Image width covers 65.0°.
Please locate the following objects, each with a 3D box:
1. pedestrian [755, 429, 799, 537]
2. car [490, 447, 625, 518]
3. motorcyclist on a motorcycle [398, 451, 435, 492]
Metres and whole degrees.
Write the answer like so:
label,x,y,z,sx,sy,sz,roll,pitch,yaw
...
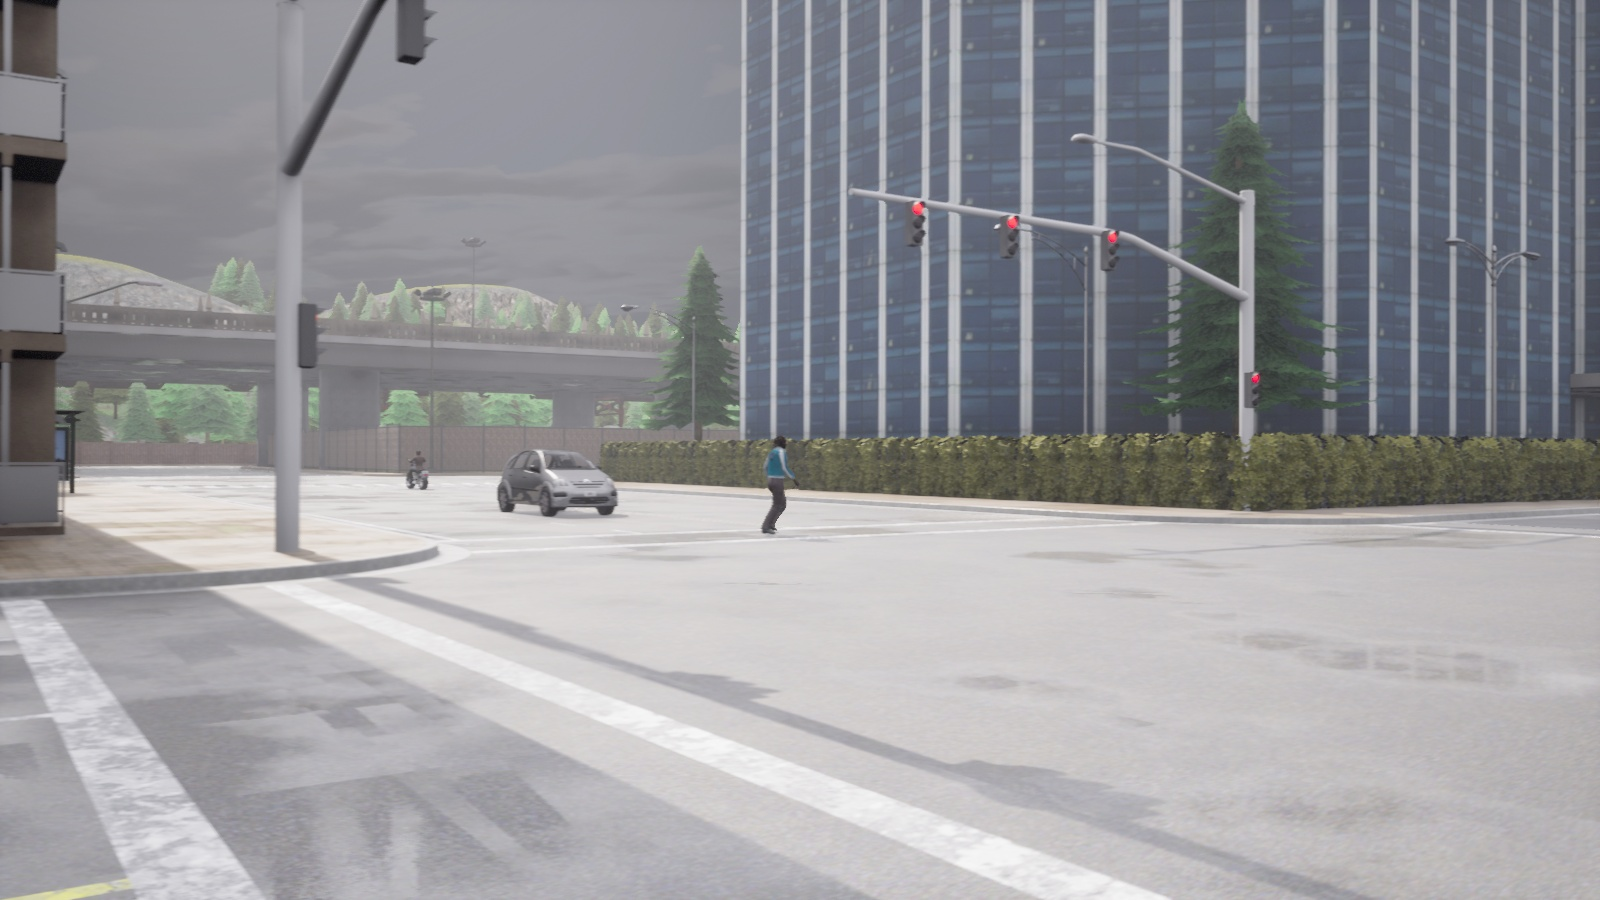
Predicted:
label,x,y,z,sx,sy,sz,roll,pitch,yaw
pedestrian,-0.417,0.591,22.740,0.692,1.930,0.396,0,0,-30
car,-6.050,0.753,31.015,1.851,1.617,3.988,0,0,-34
motorcyclist on a motorcycle,-15.709,0.882,51.415,0.766,1.649,2.350,0,0,-34
